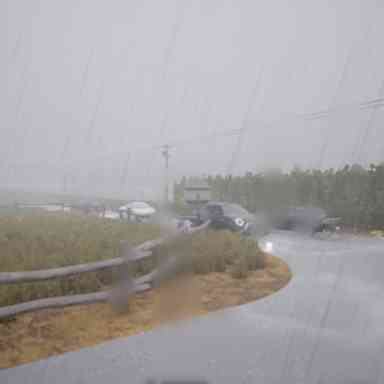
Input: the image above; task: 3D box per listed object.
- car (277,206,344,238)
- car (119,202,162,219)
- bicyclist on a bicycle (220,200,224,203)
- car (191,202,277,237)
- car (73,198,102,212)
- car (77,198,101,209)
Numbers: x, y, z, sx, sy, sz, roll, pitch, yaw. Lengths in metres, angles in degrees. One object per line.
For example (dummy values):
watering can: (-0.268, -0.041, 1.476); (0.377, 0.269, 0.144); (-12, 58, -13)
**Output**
car: (5.581, 1.501, 17.836); (2.128, 1.511, 4.902); (0, 0, -34)
car: (-4.136, 1.533, 25.841); (1.812, 1.442, 4.674); (0, 0, -36)
bicyclist on a bicycle: (2.545, 1.467, 27.888); (1.656, 1.620, 0.582); (0, 0, -35)
car: (1.839, 1.359, 17.159); (2.097, 1.767, 4.553); (0, 0, -32)
car: (-11.314, 1.609, 35.925); (1.895, 1.301, 4.718); (0, 0, -35)
car: (-14.272, 1.574, 45.848); (1.994, 1.385, 4.181); (0, 0, -35)
